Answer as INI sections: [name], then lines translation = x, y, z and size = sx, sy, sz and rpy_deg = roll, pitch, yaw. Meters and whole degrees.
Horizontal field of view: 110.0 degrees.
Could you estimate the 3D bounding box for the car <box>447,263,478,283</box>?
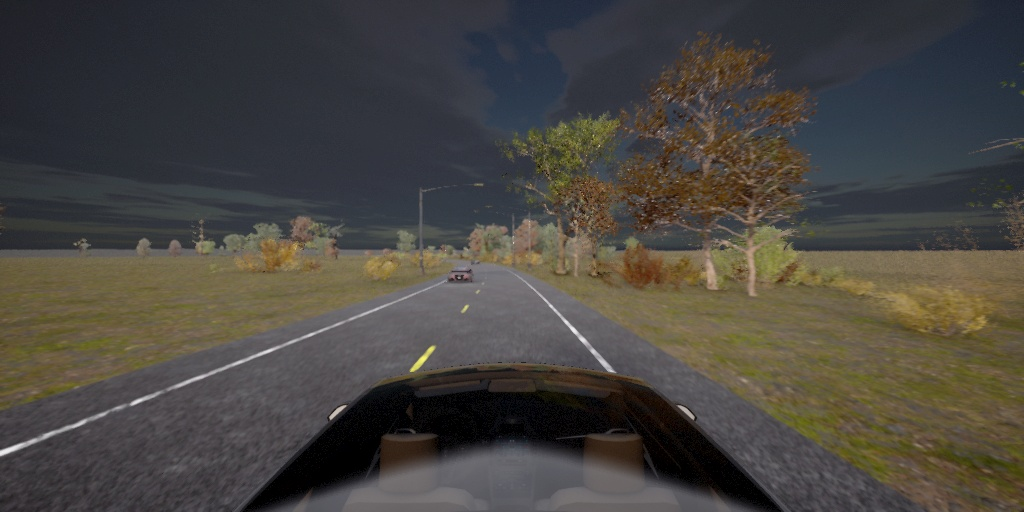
[car]
translation = -4.232, 1.531, 30.268
size = 1.994, 1.385, 4.181
rpy_deg = 0, 0, -2
